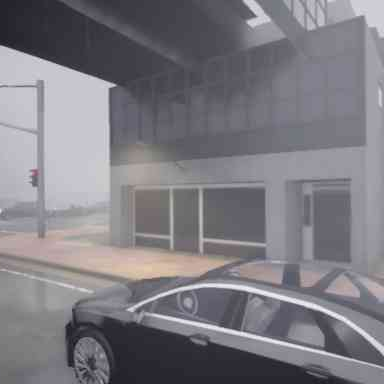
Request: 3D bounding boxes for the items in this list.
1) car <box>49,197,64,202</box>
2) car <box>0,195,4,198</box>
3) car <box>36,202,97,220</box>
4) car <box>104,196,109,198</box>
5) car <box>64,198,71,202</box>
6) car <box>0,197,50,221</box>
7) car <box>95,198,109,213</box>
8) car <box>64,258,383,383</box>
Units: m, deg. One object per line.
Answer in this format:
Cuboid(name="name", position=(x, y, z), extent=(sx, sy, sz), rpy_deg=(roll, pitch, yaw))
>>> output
Cuboid(name="car", position=(-28.984, 1.816, 68.232), extent=(4.605, 1.855, 1.932), rpy_deg=(-1, 0, 35))
Cuboid(name="car", position=(-25.988, 1.634, 42.087), extent=(3.866, 1.878, 1.905), rpy_deg=(-1, 0, 35))
Cuboid(name="car", position=(-11.786, 1.892, 31.487), extent=(1.895, 1.301, 4.718), rpy_deg=(-1, 0, 36))
Cuboid(name="car", position=(-14.676, 1.635, 58.123), extent=(3.866, 1.878, 1.905), rpy_deg=(-1, 0, 35))
Cuboid(name="car", position=(-27.256, 2.026, 70.557), extent=(3.905, 1.438, 1.784), rpy_deg=(-1, 0, 35))
Cuboid(name="car", position=(-16.286, 1.681, 31.261), extent=(2.097, 1.767, 4.553), rpy_deg=(-1, 0, 36))
Cuboid(name="car", position=(-10.949, 1.805, 38.493), extent=(1.882, 1.535, 5.008), rpy_deg=(-1, 0, 37))
Cuboid(name="car", position=(0.604, 1.508, 3.561), extent=(4.902, 1.511, 2.128), rpy_deg=(-1, 0, 35))
